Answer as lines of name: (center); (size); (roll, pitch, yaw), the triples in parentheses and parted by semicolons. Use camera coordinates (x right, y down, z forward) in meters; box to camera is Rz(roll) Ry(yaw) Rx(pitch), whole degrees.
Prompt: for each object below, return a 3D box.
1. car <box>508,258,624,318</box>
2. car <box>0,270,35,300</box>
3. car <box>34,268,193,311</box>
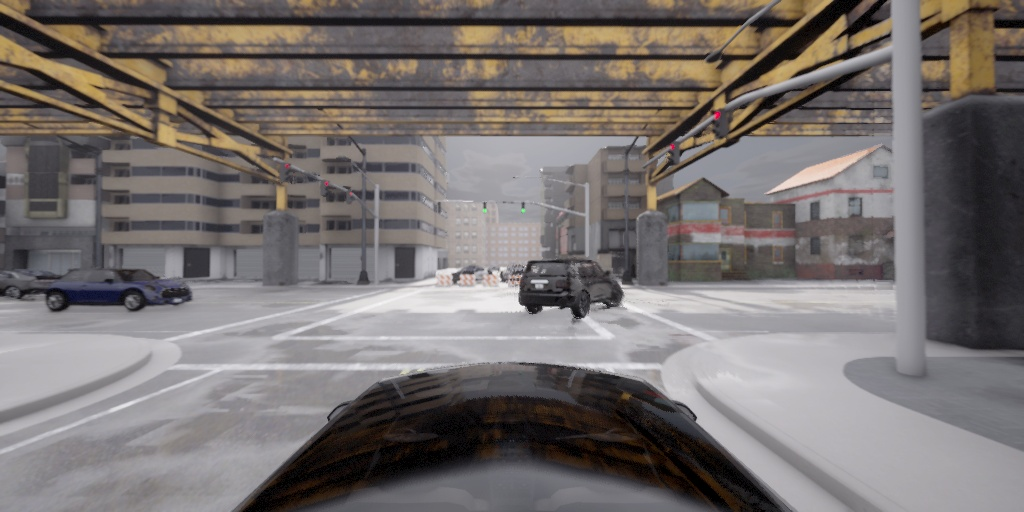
car: (2.443, 1.137, 14.093); (2.150, 2.045, 5.566); (-3, -2, 35)
car: (-26.163, 1.468, 18.685); (4.902, 1.511, 2.128); (0, -1, 0)
car: (-16.235, 1.280, 15.033); (4.553, 1.767, 2.097); (0, -1, 0)
